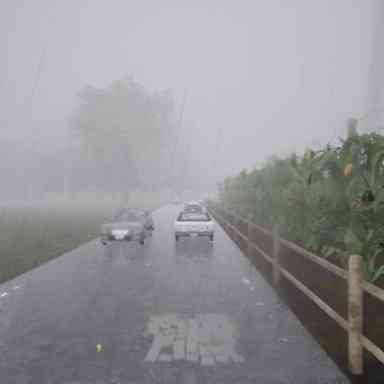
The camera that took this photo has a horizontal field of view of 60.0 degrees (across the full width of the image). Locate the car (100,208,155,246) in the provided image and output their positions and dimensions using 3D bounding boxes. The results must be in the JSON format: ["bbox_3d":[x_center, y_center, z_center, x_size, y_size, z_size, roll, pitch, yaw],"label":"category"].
[{"bbox_3d":[-2.847,1.507,15.518,2.128,1.511,4.902,0,0,0],"label":"car"}]

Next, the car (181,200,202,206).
[{"bbox_3d":[0.101,1.588,34.846,1.812,1.442,4.674,0,0,0],"label":"car"}]

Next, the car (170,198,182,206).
[{"bbox_3d":[-2.753,1.741,59.212,1.994,1.385,4.181,0,0,0],"label":"car"}]

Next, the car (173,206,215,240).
[{"bbox_3d":[0.100,1.619,17.052,1.895,1.301,4.718,0,0,0],"label":"car"}]
